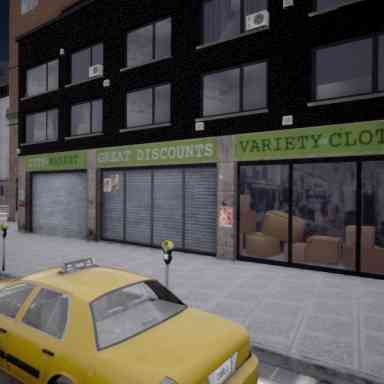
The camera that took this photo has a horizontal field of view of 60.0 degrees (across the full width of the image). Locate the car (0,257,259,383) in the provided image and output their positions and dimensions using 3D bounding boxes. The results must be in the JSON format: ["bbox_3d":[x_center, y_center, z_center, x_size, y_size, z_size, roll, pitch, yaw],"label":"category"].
[{"bbox_3d":[-1.608,1.526,4.235,4.829,1.417,1.752,0,1,35],"label":"car"}]
